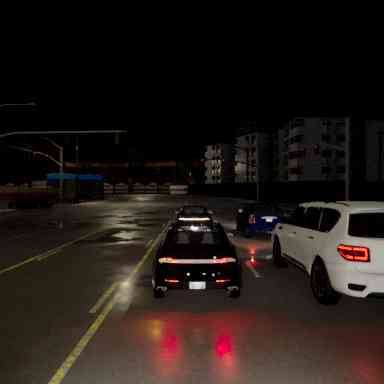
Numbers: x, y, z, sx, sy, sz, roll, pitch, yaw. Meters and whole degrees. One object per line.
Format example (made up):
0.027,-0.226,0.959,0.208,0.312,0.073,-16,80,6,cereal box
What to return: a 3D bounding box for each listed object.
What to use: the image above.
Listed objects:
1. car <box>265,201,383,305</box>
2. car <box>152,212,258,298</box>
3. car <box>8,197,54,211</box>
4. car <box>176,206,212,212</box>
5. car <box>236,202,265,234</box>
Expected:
3.595,1.220,8.246,2.150,2.045,5.566,0,0,0,car
0.103,1.499,8.534,2.128,1.511,4.902,0,0,0,car
-18.257,1.327,37.805,4.892,1.490,1.837,0,1,-1,car
0.113,1.473,17.946,2.128,1.511,4.902,0,0,0,car
3.611,1.328,17.669,2.097,1.767,4.553,0,0,0,car
